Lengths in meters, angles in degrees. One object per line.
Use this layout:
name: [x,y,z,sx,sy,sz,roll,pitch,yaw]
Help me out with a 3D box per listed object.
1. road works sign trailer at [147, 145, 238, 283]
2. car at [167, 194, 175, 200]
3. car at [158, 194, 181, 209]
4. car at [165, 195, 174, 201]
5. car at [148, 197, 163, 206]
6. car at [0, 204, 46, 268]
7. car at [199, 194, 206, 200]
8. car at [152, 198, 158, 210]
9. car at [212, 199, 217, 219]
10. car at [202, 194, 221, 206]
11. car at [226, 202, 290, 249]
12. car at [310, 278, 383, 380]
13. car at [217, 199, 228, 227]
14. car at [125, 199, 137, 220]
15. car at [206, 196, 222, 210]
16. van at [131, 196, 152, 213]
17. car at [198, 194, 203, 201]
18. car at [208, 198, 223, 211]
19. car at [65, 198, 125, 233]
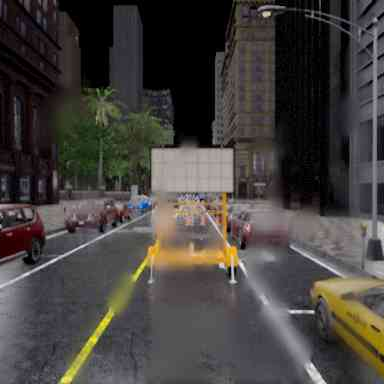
road works sign trailer: [0.012,0.451,9.594,2.380,3.560,2.880,0,0,0]
car: [-5.654,1.324,89.601,1.967,1.590,4.097,0,0,0]
car: [-3.018,1.173,44.204,2.150,2.045,5.566,0,0,0]
car: [-5.660,1.444,84.181,2.008,1.369,4.403,0,0,0]
car: [-5.700,1.523,52.322,1.802,1.307,4.206,0,0,0]
car: [-5.755,1.303,8.913,2.192,1.841,5.009,0,0,0]
car: [2.872,1.409,89.741,1.752,1.417,4.829,0,0,0]
car: [-5.714,1.394,41.470,1.967,1.590,4.097,0,0,0]
car: [2.790,1.514,25.168,1.887,1.381,4.507,0,0,0]
car: [2.810,1.269,41.443,2.192,1.841,5.009,0,0,0]
car: [2.777,1.421,14.318,1.967,1.590,4.097,0,0,0]
car: [2.765,1.520,3.638,1.752,1.417,4.829,0,0,0]
car: [2.784,1.415,19.743,1.967,1.590,4.097,0,0,0]
car: [-5.734,1.514,25.191,1.887,1.381,4.507,0,0,0]
car: [2.805,1.485,36.188,1.752,1.417,4.829,0,0,0]
van: [-5.721,1.300,36.043,1.690,1.788,3.998,0,0,0]
car: [2.858,1.468,78.730,1.947,1.339,4.313,0,0,0]
car: [2.798,1.515,30.593,2.008,1.369,4.403,0,0,0]
car: [-5.742,1.290,19.765,2.192,1.841,5.009,0,0,0]
